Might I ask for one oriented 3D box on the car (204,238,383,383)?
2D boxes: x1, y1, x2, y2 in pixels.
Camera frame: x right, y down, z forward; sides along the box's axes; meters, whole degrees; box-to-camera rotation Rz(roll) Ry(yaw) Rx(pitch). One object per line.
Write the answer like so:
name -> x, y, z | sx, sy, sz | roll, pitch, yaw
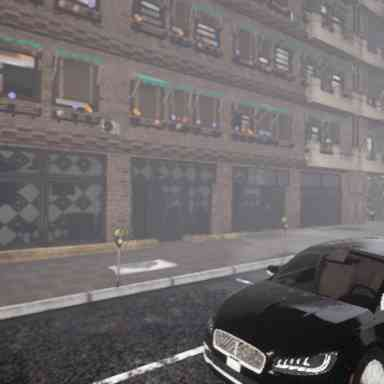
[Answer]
car -> 2.397, 1.496, 4.770 | 4.892, 1.490, 1.837 | 0, 0, -35
